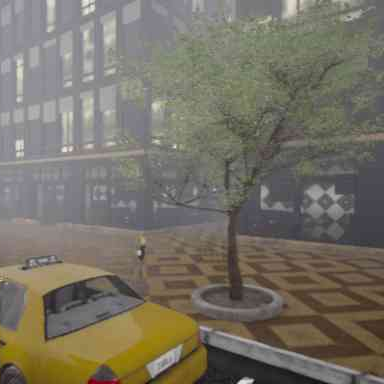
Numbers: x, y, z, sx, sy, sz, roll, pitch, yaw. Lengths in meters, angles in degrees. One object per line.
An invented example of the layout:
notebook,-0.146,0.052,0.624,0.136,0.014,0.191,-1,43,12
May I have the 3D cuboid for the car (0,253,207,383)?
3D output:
car,-2.127,1.499,4.386,4.829,1.417,1.752,0,0,35
